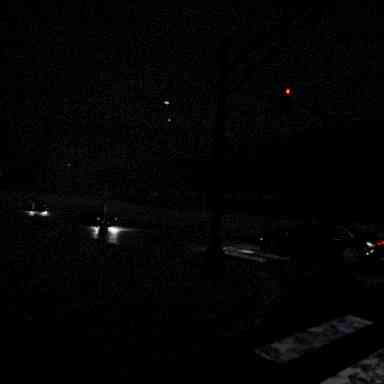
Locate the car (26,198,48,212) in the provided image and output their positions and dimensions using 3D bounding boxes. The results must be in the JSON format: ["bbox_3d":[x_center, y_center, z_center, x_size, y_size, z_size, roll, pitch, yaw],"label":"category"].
[{"bbox_3d":[-21.077,1.675,45.222,2.097,1.767,4.553,4,-2,-35],"label":"car"}]

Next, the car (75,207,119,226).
[{"bbox_3d":[-7.604,1.883,26.233,2.033,1.411,5.357,4,-3,-35],"label":"car"}]

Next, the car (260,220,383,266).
[{"bbox_3d":[4.995,1.864,12.996,4.892,1.490,1.837,0,2,42],"label":"car"}]
